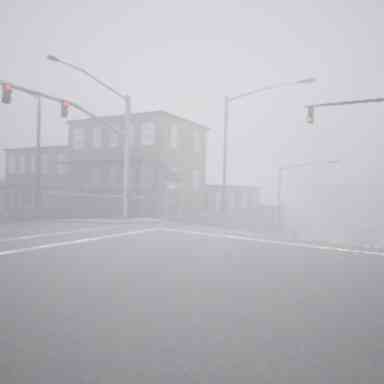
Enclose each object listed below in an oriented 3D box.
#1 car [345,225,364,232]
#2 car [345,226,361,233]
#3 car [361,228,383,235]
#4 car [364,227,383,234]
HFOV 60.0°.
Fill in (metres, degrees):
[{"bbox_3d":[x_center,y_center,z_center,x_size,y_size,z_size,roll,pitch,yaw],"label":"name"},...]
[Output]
[{"bbox_3d":[41.033,9.290,84.010,1.853,1.218,4.536,1,1,-15],"label":"car"},{"bbox_3d":[41.043,9.449,83.962,2.038,1.542,4.974,1,1,-15],"label":"car"},{"bbox_3d":[44.981,9.583,81.574,4.974,1.542,2.038,1,1,-5],"label":"car"},{"bbox_3d":[45.037,9.427,81.577,4.536,1.218,1.853,1,1,-5],"label":"car"}]
